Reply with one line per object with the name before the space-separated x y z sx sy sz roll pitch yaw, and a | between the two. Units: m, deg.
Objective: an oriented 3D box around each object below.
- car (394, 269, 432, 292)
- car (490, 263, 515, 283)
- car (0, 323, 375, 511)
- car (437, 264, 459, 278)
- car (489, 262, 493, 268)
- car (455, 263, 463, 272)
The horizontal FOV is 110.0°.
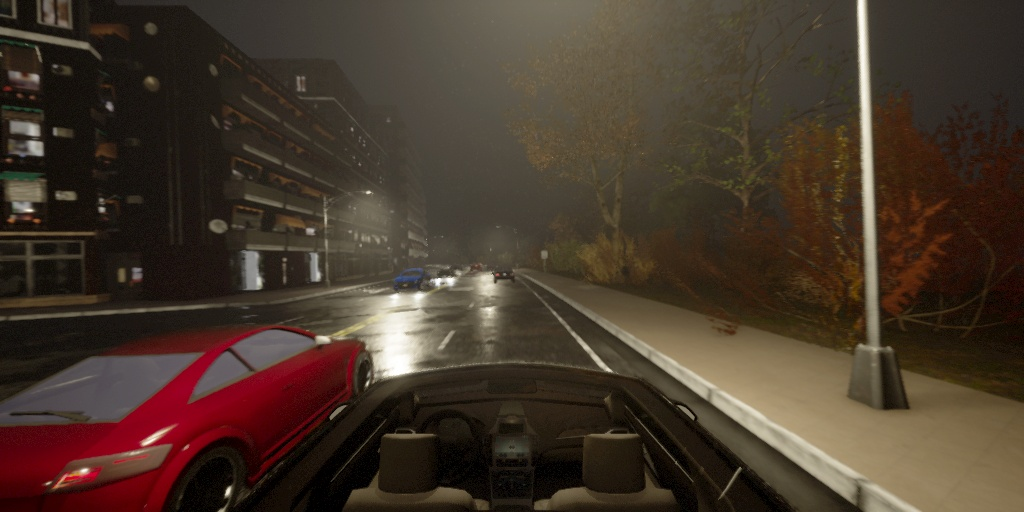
car | -7.156 1.694 26.181 1.882 1.535 5.008 -2 0 -2
car | -0.729 1.598 32.209 2.033 1.411 5.357 -2 0 -3
car | -3.147 1.441 3.983 1.994 1.385 4.181 -2 -1 -1
car | -8.151 2.015 44.851 1.895 1.301 4.718 -2 -1 -4
car | -1.831 1.837 49.370 1.895 1.301 4.718 -2 0 -4
car | -9.434 1.960 61.646 1.994 1.385 4.181 -2 0 -5
